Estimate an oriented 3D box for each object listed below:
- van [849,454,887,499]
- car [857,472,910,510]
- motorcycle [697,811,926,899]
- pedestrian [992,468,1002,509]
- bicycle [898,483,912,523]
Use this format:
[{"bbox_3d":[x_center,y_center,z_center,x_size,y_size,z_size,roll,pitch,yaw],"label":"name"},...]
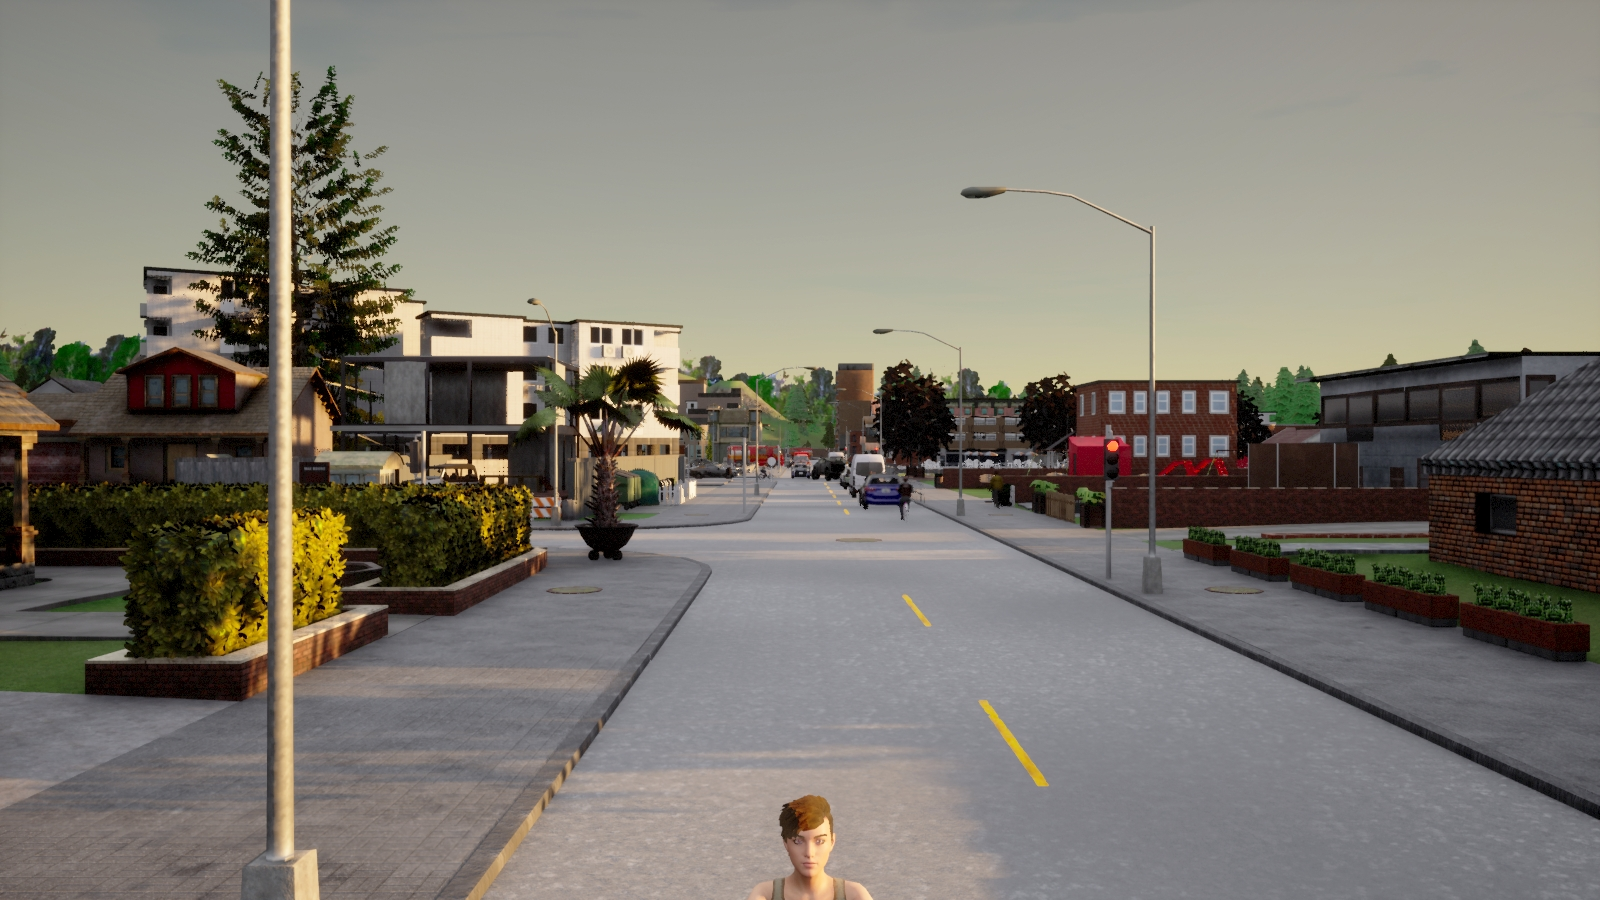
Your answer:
[{"bbox_3d":[4.033,1.535,68.865,1.988,2.561,5.915,0,0,0],"label":"van"},{"bbox_3d":[4.047,1.968,55.922,2.242,1.667,4.611,0,0,0],"label":"car"},{"bbox_3d":[0.039,2.155,3.558,0.764,1.307,2.356,0,0,0],"label":"motorcycle"},{"bbox_3d":[8.911,1.744,51.657,0.375,1.860,0.375,0,0,-9],"label":"pedestrian"},{"bbox_3d":[4.105,2.060,44.685,0.329,1.471,1.835,0,0,-1],"label":"bicycle"}]
